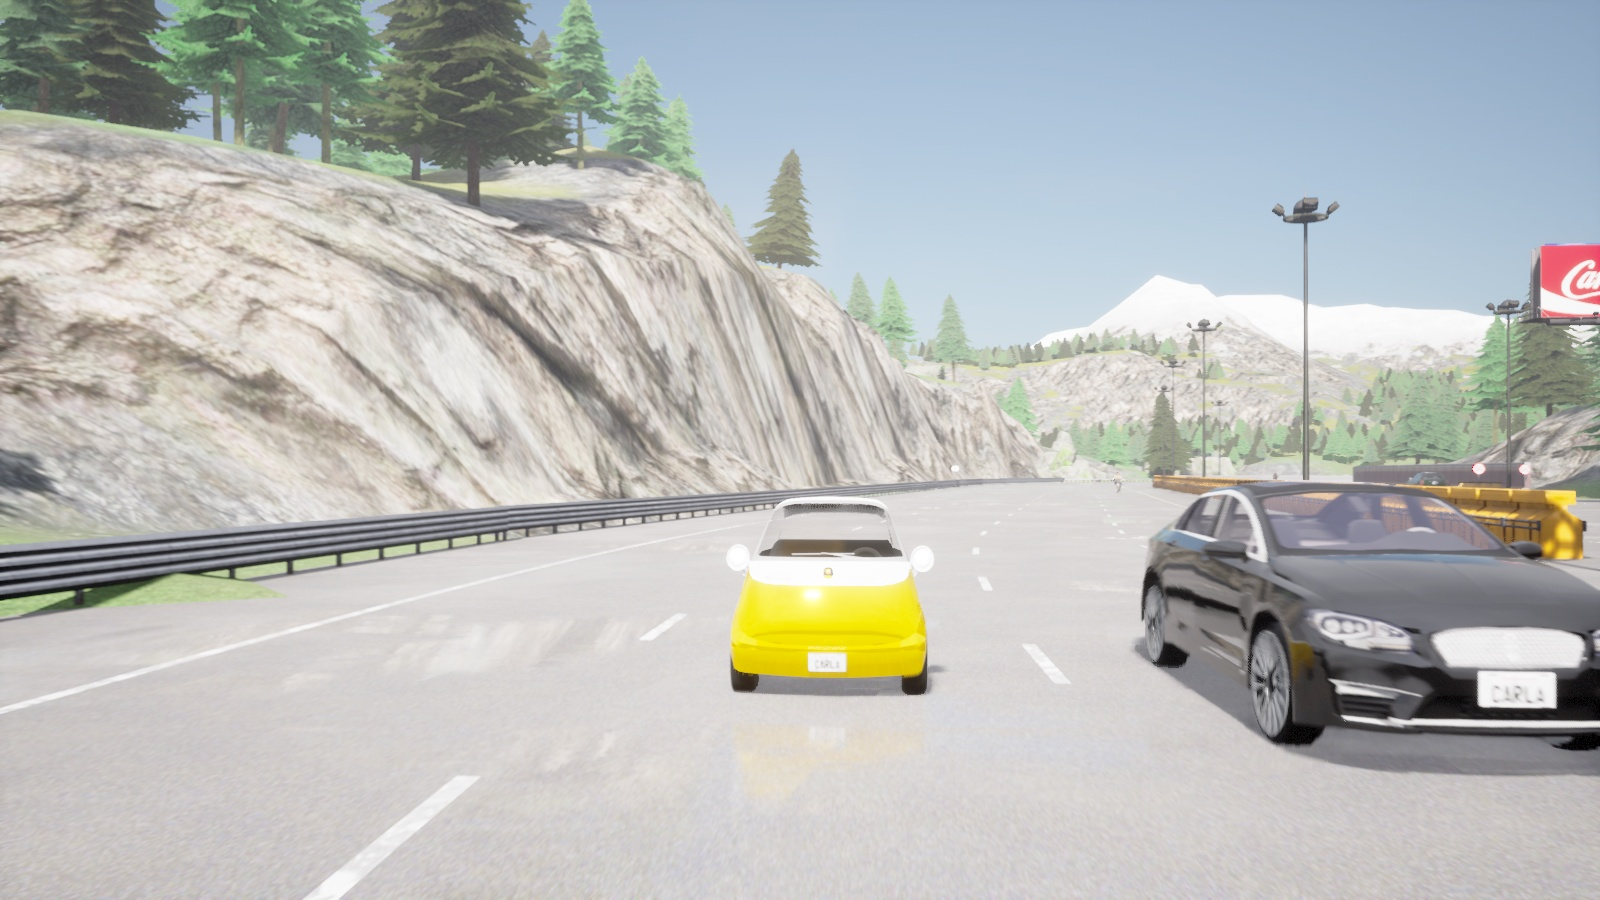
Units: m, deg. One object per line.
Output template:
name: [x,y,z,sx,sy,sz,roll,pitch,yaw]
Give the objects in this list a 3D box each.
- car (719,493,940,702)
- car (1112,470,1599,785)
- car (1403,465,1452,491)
car: [0.258,1.029,9.564,1.481,1.376,2.207,0,-1,3]
car: [3.681,0.900,8.514,2.128,1.511,4.902,0,-1,3]
car: [44.051,1.988,88.247,2.097,1.767,4.553,0,-1,14]
